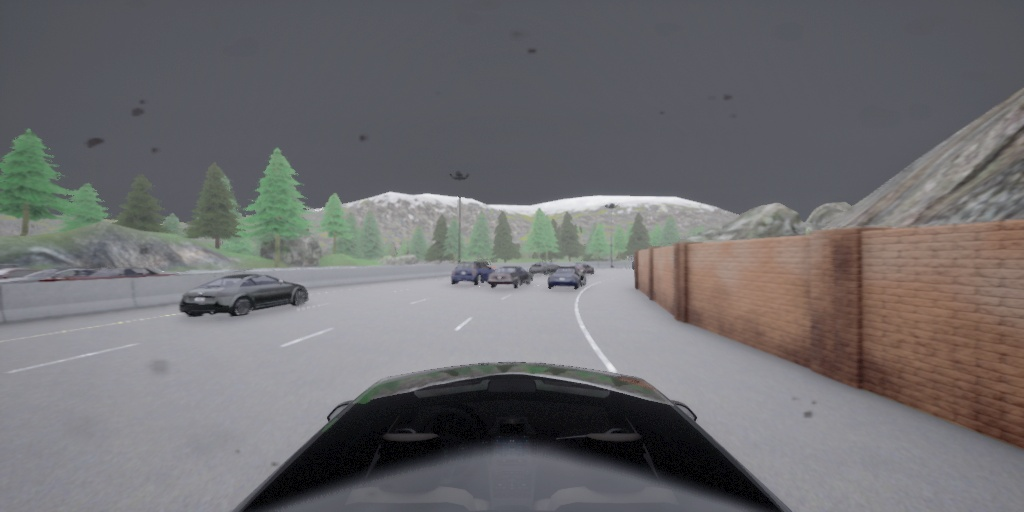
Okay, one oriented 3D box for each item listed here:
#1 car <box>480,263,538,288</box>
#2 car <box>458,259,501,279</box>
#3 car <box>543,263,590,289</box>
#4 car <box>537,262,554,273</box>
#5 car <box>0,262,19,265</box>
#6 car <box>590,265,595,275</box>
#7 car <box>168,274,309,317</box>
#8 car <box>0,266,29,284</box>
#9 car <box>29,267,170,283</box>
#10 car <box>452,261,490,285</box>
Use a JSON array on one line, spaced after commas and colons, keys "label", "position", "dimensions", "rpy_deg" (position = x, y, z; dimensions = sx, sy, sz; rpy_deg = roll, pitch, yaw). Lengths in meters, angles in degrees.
[{"label": "car", "position": [-0.034, 1.377, 24.471], "dimensions": [2.033, 1.411, 5.357], "rpy_deg": [0, 0, 17]}, {"label": "car", "position": [-3.032, 1.220, 34.853], "dimensions": [2.097, 1.767, 4.553], "rpy_deg": [0, 0, 26]}, {"label": "car", "position": [3.750, 1.386, 23.862], "dimensions": [1.994, 1.385, 4.181], "rpy_deg": [0, 0, 20]}, {"label": "car", "position": [3.803, 1.372, 40.324], "dimensions": [2.128, 1.511, 4.902], "rpy_deg": [0, 0, 32]}, {"label": "car", "position": [-30.245, 1.230, 19.802], "dimensions": [2.097, 1.767, 4.553], "rpy_deg": [0, 0, 10]}, {"label": "car", "position": [7.687, 1.437, 39.850], "dimensions": [1.994, 1.385, 4.181], "rpy_deg": [0, 0, 34]}, {"label": "car", "position": [-9.740, 1.366, 13.460], "dimensions": [1.994, 1.385, 4.181], "rpy_deg": [0, 0, 7]}, {"label": "car", "position": [-23.347, 1.364, 18.608], "dimensions": [2.128, 1.511, 4.902], "rpy_deg": [0, 0, 10]}, {"label": "car", "position": [-19.901, 1.231, 17.998], "dimensions": [1.895, 1.301, 4.718], "rpy_deg": [0, 0, 10]}, {"label": "car", "position": [-2.703, 1.193, 27.133], "dimensions": [2.097, 1.767, 4.553], "rpy_deg": [0, 0, 19]}]
